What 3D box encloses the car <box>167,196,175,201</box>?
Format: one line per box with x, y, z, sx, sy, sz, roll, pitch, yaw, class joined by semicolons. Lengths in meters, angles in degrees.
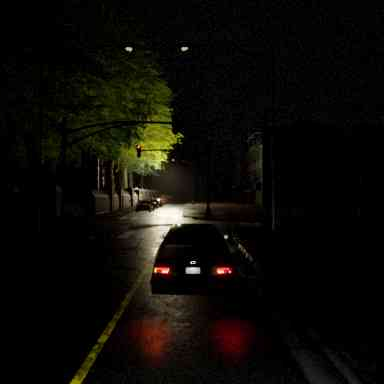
-5.626;1.728;88.728;1.752;1.417;4.829;1;0;0;car

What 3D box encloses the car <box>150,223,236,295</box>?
0.044;1.551;8.866;2.033;1.411;5.357;0;0;1;car

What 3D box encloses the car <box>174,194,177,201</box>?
-5.597;1.615;83.448;1.967;1.590;4.097;1;0;0;car

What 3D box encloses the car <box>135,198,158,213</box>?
-5.397;1.583;38.161;2.008;1.369;4.403;1;0;0;car

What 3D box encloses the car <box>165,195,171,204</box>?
-5.489;1.667;61.647;1.802;1.307;4.206;1;0;0;car

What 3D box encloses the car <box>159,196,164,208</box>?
-5.406;1.595;45.297;2.008;1.369;4.403;1;0;0;car

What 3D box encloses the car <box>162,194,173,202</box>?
-5.511;1.419;67.098;2.192;1.841;5.009;1;0;0;car

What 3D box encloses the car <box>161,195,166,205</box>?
-5.434;1.621;50.747;1.947;1.339;4.313;1;0;0;car
